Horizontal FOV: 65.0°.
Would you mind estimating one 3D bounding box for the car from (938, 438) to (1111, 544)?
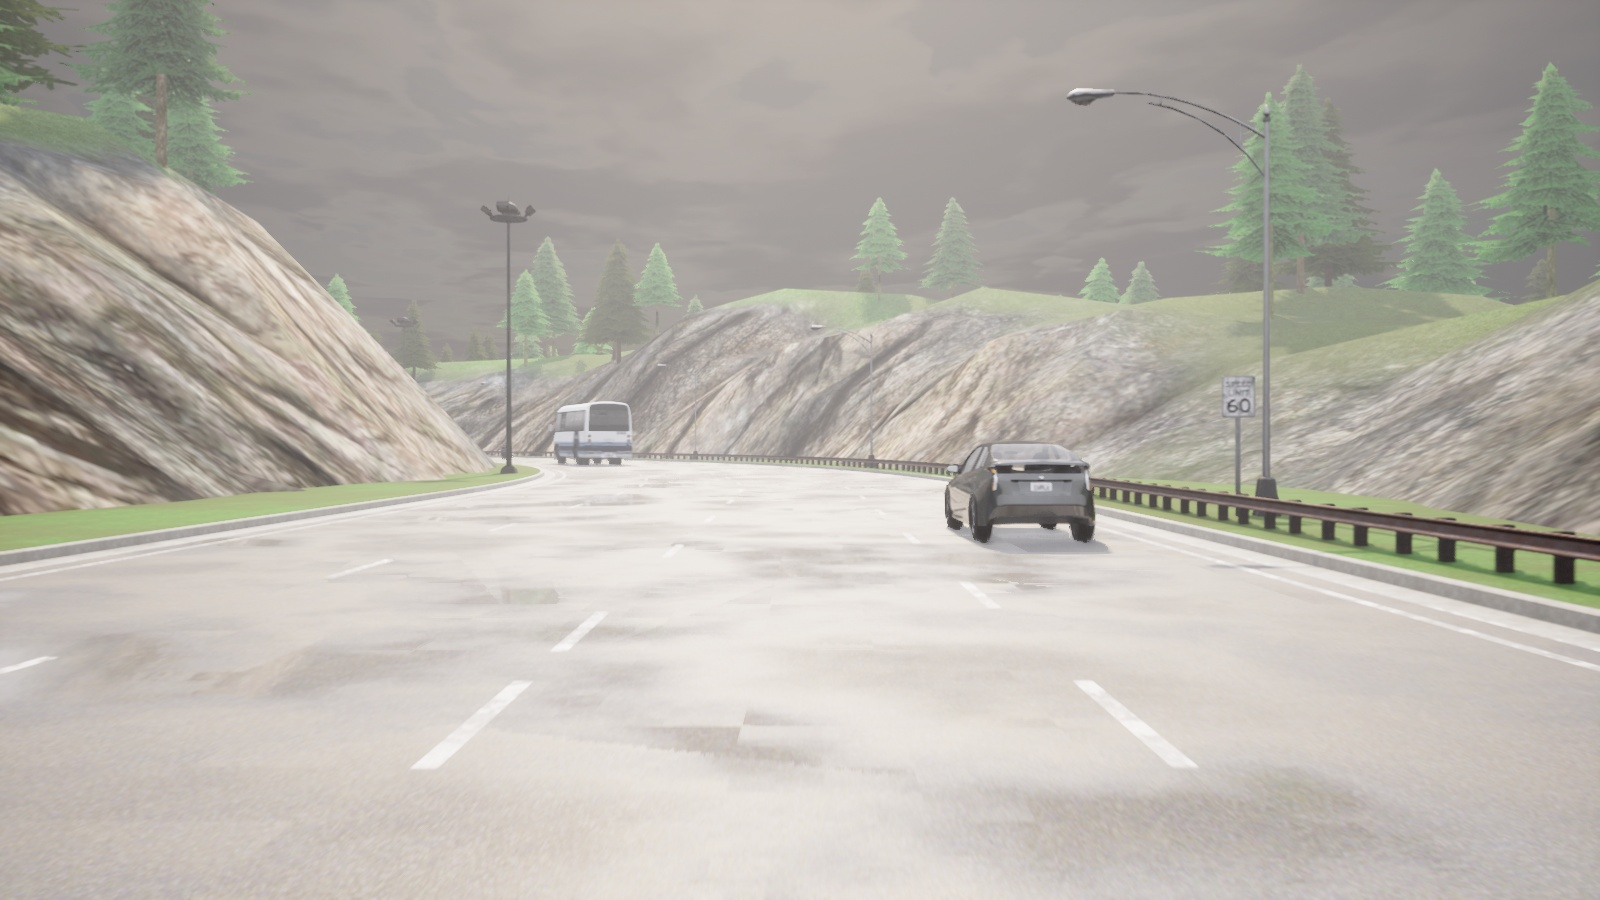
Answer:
[{"bbox_3d":[3.490,0.581,20.395,2.007,1.525,4.514,0,0,0],"label":"car"}]

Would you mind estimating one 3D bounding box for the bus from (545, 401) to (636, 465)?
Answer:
[{"bbox_3d":[-14.870,-1.139,88.279,3.944,4.253,10.273,0,0,-23],"label":"bus"}]
